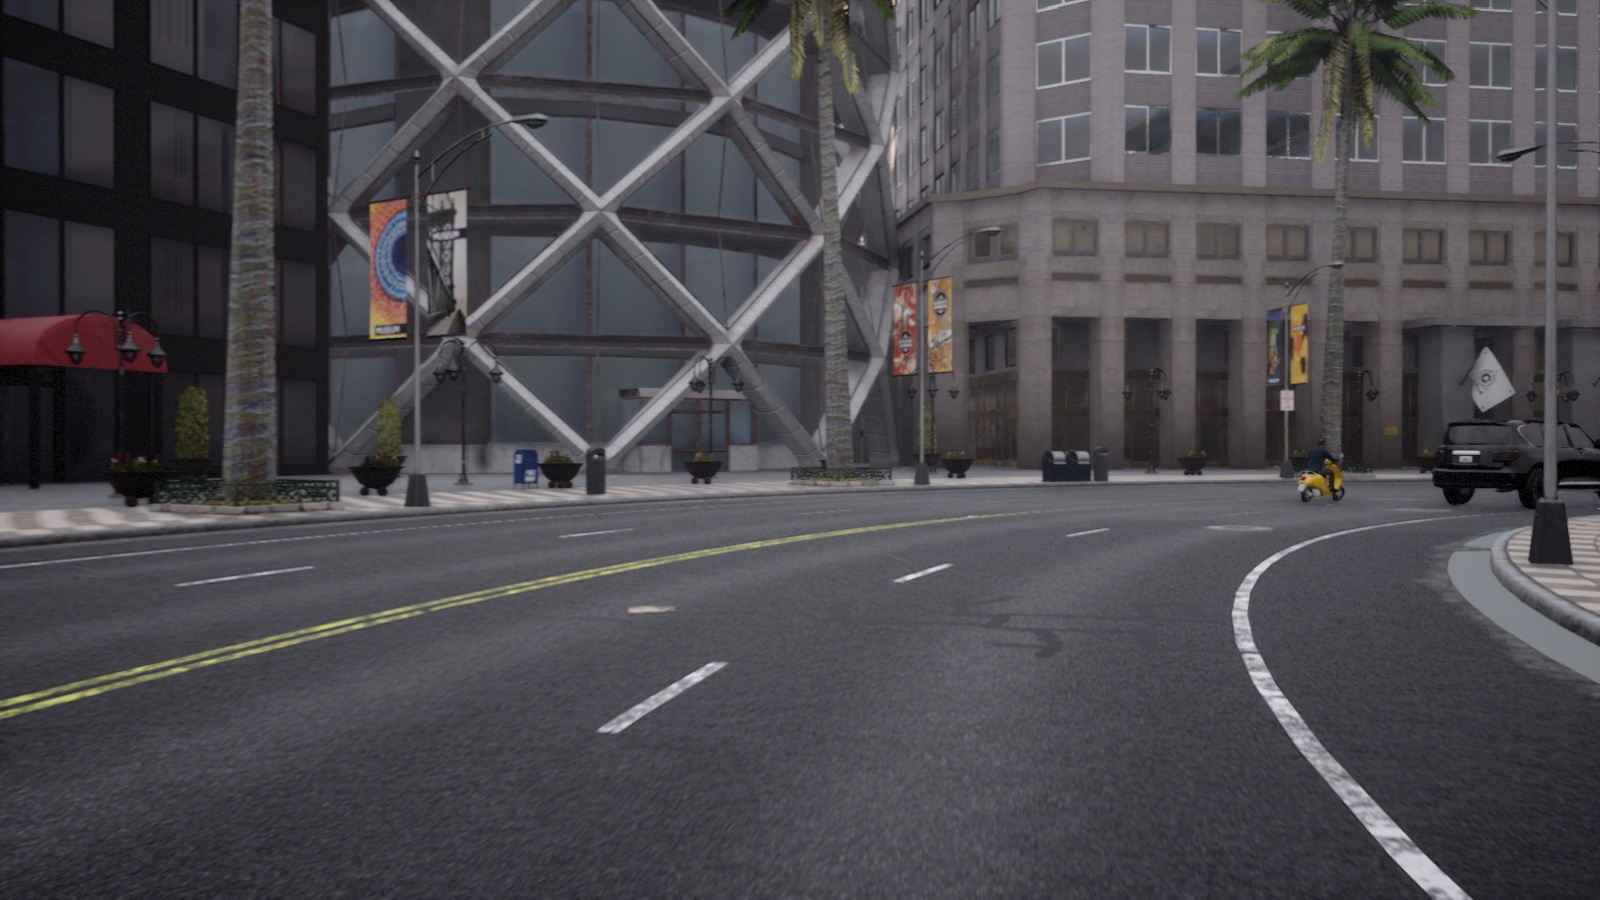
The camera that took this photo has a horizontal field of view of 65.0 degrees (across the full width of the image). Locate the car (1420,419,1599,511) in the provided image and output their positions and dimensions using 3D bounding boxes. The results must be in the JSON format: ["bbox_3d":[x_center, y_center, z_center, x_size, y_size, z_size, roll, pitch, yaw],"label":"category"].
[{"bbox_3d":[17.634,0.327,30.196,5.566,2.045,2.150,0,0,-30],"label":"car"}]

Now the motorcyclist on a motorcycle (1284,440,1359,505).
[{"bbox_3d":[13.117,0.546,31.551,1.817,1.590,0.866,0,1,-34],"label":"motorcyclist on a motorcycle"}]

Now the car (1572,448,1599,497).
[{"bbox_3d":[24.938,0.652,36.339,4.181,1.385,1.994,0,0,-12],"label":"car"}]
